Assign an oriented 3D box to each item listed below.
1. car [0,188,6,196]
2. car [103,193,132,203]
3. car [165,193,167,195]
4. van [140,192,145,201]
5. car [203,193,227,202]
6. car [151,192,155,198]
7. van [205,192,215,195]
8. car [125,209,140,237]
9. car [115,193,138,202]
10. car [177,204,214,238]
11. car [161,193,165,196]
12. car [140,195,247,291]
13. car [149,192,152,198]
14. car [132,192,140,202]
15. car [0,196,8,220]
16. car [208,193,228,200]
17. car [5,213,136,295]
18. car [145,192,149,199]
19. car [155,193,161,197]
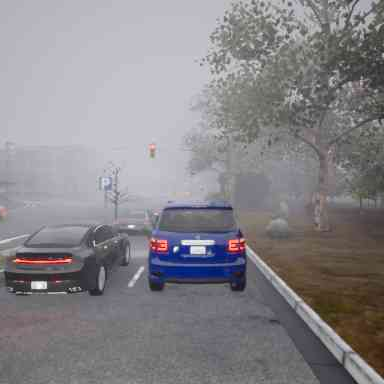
[{"bbox_3d":[-31.080,0.137,53.834,2.002,1.452,4.674,6,-3,-19],"label":"car"},{"bbox_3d":[-14.345,1.358,62.940,4.792,1.488,2.163,-1,0,-15],"label":"car"},{"bbox_3d":[-10.435,1.316,92.853,5.008,1.535,2.097,-1,0,-11],"label":"car"},{"bbox_3d":[-13.127,1.093,71.922,4.442,1.987,1.878,-1,0,-14],"label":"van"},{"bbox_3d":[4.775,1.142,68.474,4.553,1.767,2.185,1,0,-14],"label":"car"},{"bbox_3d":[-12.141,1.359,80.888,4.674,1.452,2.002,-1,0,-13],"label":"car"},{"bbox_3d":[4.386,1.043,65.505,4.442,1.987,1.878,1,0,-14],"label":"van"},{"bbox_3d":[-2.816,1.589,17.588,1.994,1.385,4.181,0,0,1],"label":"car"},{"bbox_3d":[-13.598,1.196,68.883,4.553,1.767,2.185,-1,0,-14],"label":"car"},{"bbox_3d":[0.202,1.531,19.046,1.837,1.490,4.892,0,0,0],"label":"car"},{"bbox_3d":[-10.861,1.065,89.875,5.566,2.045,2.435,-1,0,-12],"label":"car"},{"bbox_3d":[0.126,1.233,9.187,2.150,2.045,5.566,0,0,0],"label":"car"},{"bbox_3d":[-12.517,1.360,77.887,4.674,1.452,2.002,-1,0,-13],"label":"car"},{"bbox_3d":[-13.696,1.316,65.931,5.366,1.575,1.946,-1,0,-15],"label":"car"},{"bbox_3d":[-16.588,1.404,25.137,4.553,1.767,2.185,-1,0,-19],"label":"car"},{"bbox_3d":[6.589,1.130,83.170,4.553,1.767,2.185,1,0,-12],"label":"car"},{"bbox_3d":[-2.877,1.515,8.702,1.837,1.490,4.892,0,0,0],"label":"car"},{"bbox_3d":[-12.895,1.322,74.893,4.892,1.521,2.231,-1,0,-13],"label":"car"},{"bbox_3d":[-11.316,1.358,86.869,4.674,1.452,2.002,-1,0,-12],"label":"car"}]
